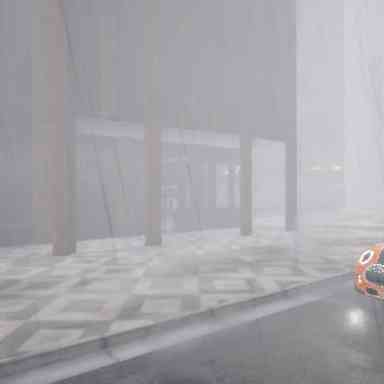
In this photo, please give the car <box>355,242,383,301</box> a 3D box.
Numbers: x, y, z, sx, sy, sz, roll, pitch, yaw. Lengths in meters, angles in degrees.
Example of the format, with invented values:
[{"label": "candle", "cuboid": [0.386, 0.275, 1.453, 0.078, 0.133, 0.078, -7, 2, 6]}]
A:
[{"label": "car", "cuboid": [5.622, 1.360, 7.390, 4.553, 1.767, 2.097, 0, 0, -35]}]
